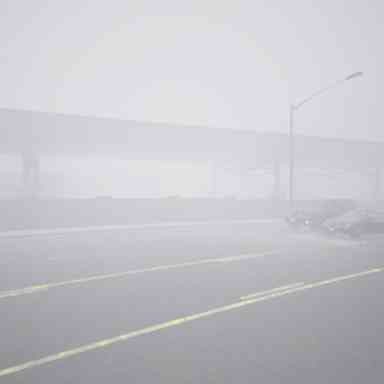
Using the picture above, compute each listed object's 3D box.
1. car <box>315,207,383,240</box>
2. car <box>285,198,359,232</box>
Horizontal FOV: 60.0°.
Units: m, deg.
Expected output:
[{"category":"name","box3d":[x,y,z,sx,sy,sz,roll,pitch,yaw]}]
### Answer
[{"category":"car","box3d":[9.212,1.698,18.148,4.674,1.442,1.812,1,-1,-28]},{"category":"car","box3d":[8.707,1.436,21.895,5.566,2.045,2.150,1,-1,-28]}]
